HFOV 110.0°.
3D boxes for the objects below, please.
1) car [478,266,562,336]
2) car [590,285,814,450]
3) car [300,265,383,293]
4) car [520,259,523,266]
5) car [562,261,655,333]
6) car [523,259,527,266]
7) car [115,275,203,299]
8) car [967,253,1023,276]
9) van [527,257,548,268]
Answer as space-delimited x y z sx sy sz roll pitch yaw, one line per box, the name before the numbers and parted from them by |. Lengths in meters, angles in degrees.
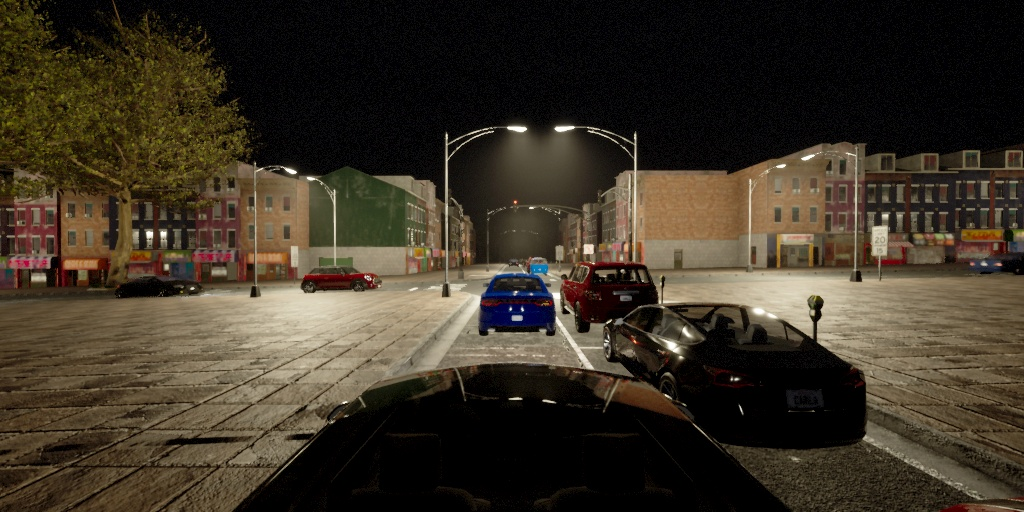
car | 0.144 1.227 10.419 1.882 1.535 5.008 0 0 1
car | 2.646 1.315 5.293 1.948 1.339 4.313 0 0 0
car | -10.576 1.369 22.472 4.553 1.767 2.097 -2 1 0
car | 2.856 1.356 64.087 2.007 1.370 4.403 0 0 0
car | 2.666 1.064 10.695 2.192 1.841 5.009 0 0 0
car | 2.779 1.084 42.462 2.192 1.841 5.009 0 0 0
car | -22.055 1.916 22.512 4.181 1.385 1.994 -2 1 0
car | 31.946 0.504 22.359 5.357 1.411 2.033 -1 1 0
van | 2.760 1.104 37.056 1.690 1.789 3.998 0 0 0
